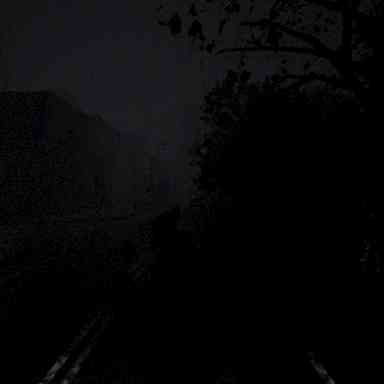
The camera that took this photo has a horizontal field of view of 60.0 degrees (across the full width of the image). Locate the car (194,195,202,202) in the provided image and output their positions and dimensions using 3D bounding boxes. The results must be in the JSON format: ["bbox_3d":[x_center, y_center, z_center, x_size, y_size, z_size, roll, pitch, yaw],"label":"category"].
[{"bbox_3d":[1.416,1.446,75.623,1.895,1.301,4.718,0,0,1],"label":"car"}]

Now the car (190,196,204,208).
[{"bbox_3d":[0.756,1.533,47.047,1.994,1.385,4.181,0,0,2],"label":"car"}]
